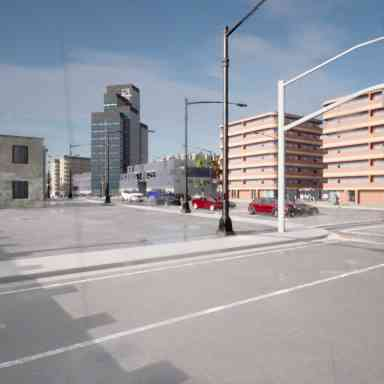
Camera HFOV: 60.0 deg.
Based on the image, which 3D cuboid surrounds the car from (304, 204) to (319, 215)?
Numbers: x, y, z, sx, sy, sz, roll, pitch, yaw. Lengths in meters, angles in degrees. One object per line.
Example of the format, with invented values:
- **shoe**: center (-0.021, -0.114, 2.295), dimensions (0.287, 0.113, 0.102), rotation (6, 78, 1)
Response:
- **car**: center (9.492, 1.413, 32.096), dimensions (2.033, 1.411, 5.357), rotation (0, 1, -35)

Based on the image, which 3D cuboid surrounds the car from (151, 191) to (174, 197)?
- **car**: center (-4.188, 0.996, 52.119), dimensions (1.812, 1.442, 4.674), rotation (0, 1, -34)

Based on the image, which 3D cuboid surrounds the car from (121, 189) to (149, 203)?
- **car**: center (-9.620, 0.612, 53.915), dimensions (2.150, 2.045, 5.566), rotation (0, 1, -33)

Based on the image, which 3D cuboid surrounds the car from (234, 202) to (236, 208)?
- **car**: center (3.440, 1.235, 40.941), dimensions (1.812, 1.442, 4.674), rotation (0, 1, -34)

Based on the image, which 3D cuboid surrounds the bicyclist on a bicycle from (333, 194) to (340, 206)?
- **bicyclist on a bicycle**: center (19.976, 1.094, 45.979), dimensions (1.656, 1.620, 0.582), rotation (0, 1, -34)

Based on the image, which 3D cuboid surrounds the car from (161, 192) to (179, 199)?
- **car**: center (-4.676, 0.661, 71.557), dimensions (1.994, 1.385, 4.181), rotation (0, 1, -34)

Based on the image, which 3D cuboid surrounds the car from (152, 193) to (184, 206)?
- **car**: center (-3.163, 1.157, 44.402), dimensions (1.994, 1.385, 4.181), rotation (0, 1, -34)

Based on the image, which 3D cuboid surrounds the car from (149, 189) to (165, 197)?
- **car**: center (-7.580, 0.334, 69.602), dimensions (2.150, 2.045, 5.566), rotation (0, 1, -34)

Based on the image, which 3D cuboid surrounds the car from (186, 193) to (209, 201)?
- **car**: center (0.964, 0.959, 63.321), dimensions (1.895, 1.301, 4.718), rotation (0, 1, -34)

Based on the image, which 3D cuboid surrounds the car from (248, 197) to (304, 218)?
- **car**: center (7.111, 1.231, 29.387), dimensions (2.097, 1.767, 4.553), rotation (0, 1, -34)

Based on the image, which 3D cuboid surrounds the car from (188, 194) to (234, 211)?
- **car**: center (1.962, 1.229, 36.894), dimensions (1.882, 1.535, 5.008), rotation (0, 1, -34)
